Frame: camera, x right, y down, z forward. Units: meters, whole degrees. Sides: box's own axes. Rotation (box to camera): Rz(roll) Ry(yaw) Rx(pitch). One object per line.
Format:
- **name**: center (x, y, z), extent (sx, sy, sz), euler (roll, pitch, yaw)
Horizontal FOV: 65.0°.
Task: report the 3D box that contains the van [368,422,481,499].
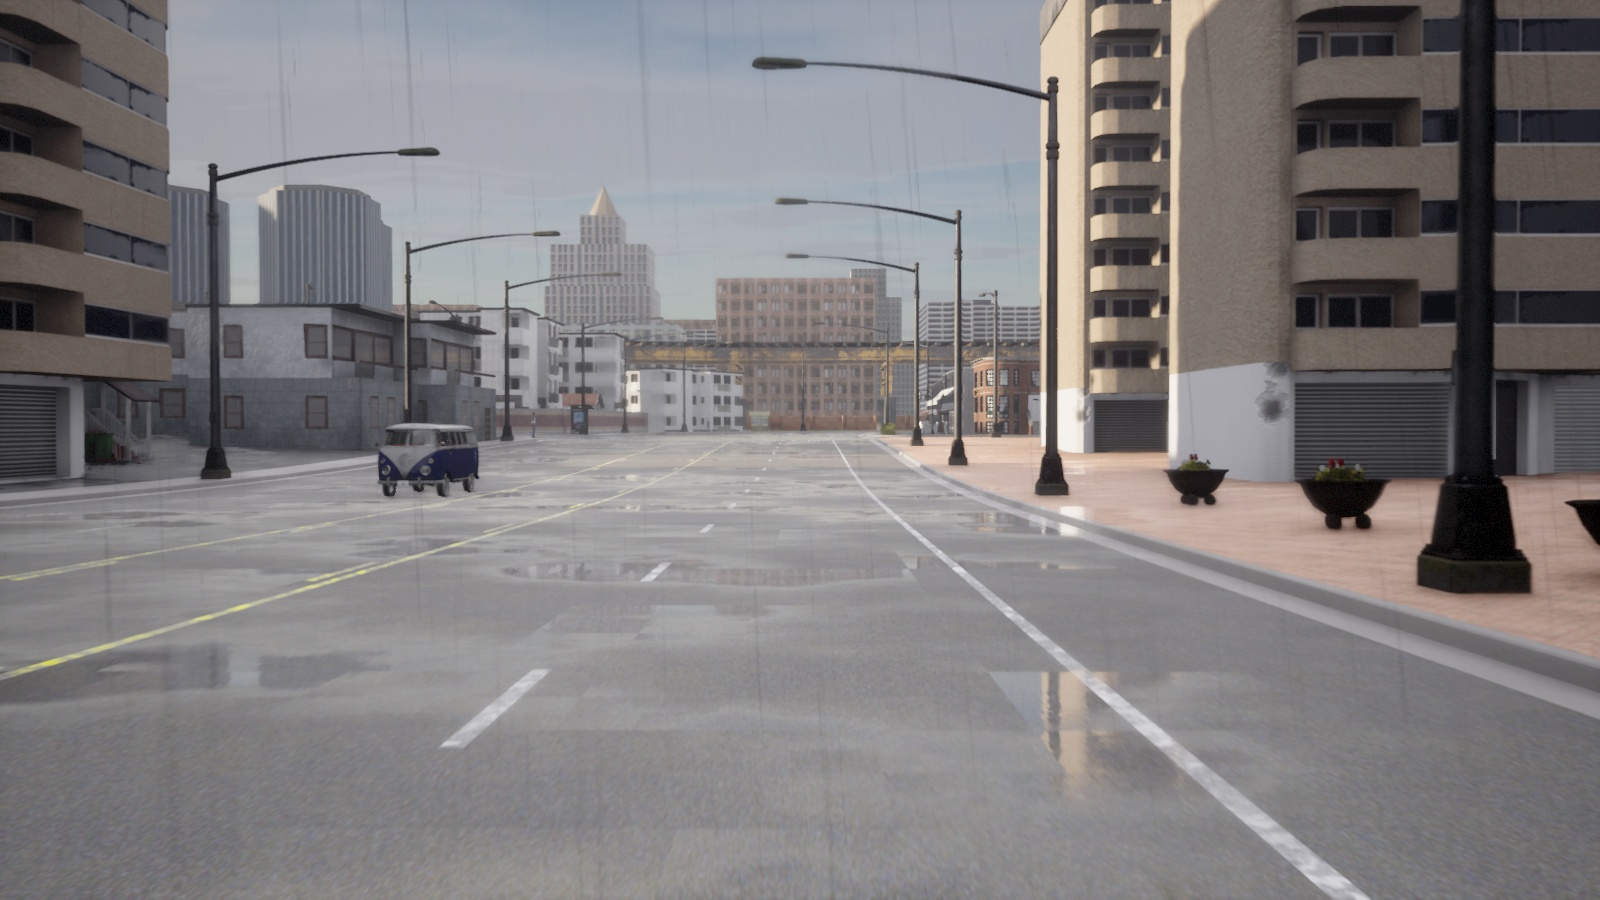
- **van**: center (-10.286, 0.234, 34.754), extent (1.775, 1.987, 4.442), euler (0, 1, 0)
